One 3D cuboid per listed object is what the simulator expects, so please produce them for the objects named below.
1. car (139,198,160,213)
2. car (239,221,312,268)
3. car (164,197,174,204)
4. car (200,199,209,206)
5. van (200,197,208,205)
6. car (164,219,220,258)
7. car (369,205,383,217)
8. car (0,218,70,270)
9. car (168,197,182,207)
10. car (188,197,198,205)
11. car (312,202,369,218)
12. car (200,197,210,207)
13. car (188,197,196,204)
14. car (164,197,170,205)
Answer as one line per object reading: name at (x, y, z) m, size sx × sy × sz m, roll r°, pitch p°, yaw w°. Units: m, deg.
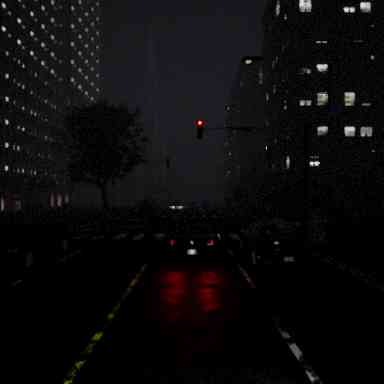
car at (-5.683, 1.715, 43.797) m, size 2.192 × 1.841 × 5.009 m, roll 0°, pitch -1°, yaw 0°
car at (2.691, 1.651, 11.406) m, size 2.008 × 1.369 × 4.403 m, roll 0°, pitch -1°, yaw 0°
car at (-5.675, 2.098, 82.455) m, size 2.192 × 1.841 × 5.009 m, roll 0°, pitch -1°, yaw 0°
car at (2.704, 2.196, 71.576) m, size 1.752 × 1.417 × 4.829 m, roll 0°, pitch -1°, yaw 0°
van at (2.705, 2.066, 76.931) m, size 1.690 × 1.788 × 3.998 m, roll 0°, pitch -1°, yaw 0°
car at (0.017, 1.718, 13.280) m, size 1.895 × 1.301 × 4.718 m, roll 0°, pitch 0°, yaw 0°
car at (18.829, 1.516, 30.865) m, size 4.829 × 1.417 × 1.752 m, roll -1°, pitch 0°, yaw -1°
car at (-5.689, 1.645, 11.408) m, size 1.887 × 1.381 × 4.507 m, roll 0°, pitch 0°, yaw 0°
car at (-3.007, 2.171, 65.521) m, size 1.994 × 1.385 × 4.181 m, roll 0°, pitch -1°, yaw 1°
car at (0.015, 2.279, 73.559) m, size 1.895 × 1.301 × 4.718 m, roll 0°, pitch -1°, yaw 0°
car at (13.432, 1.616, 30.811) m, size 4.403 × 1.369 × 2.008 m, roll -1°, pitch 0°, yaw -1°
car at (2.703, 2.179, 65.883) m, size 1.947 × 1.339 × 4.313 m, roll 0°, pitch -1°, yaw 0°
car at (0.018, 2.121, 83.537) m, size 1.882 × 1.535 × 5.008 m, roll 0°, pitch -1°, yaw 0°
car at (-5.676, 2.291, 76.931) m, size 1.947 × 1.339 × 4.313 m, roll 0°, pitch -1°, yaw 0°
